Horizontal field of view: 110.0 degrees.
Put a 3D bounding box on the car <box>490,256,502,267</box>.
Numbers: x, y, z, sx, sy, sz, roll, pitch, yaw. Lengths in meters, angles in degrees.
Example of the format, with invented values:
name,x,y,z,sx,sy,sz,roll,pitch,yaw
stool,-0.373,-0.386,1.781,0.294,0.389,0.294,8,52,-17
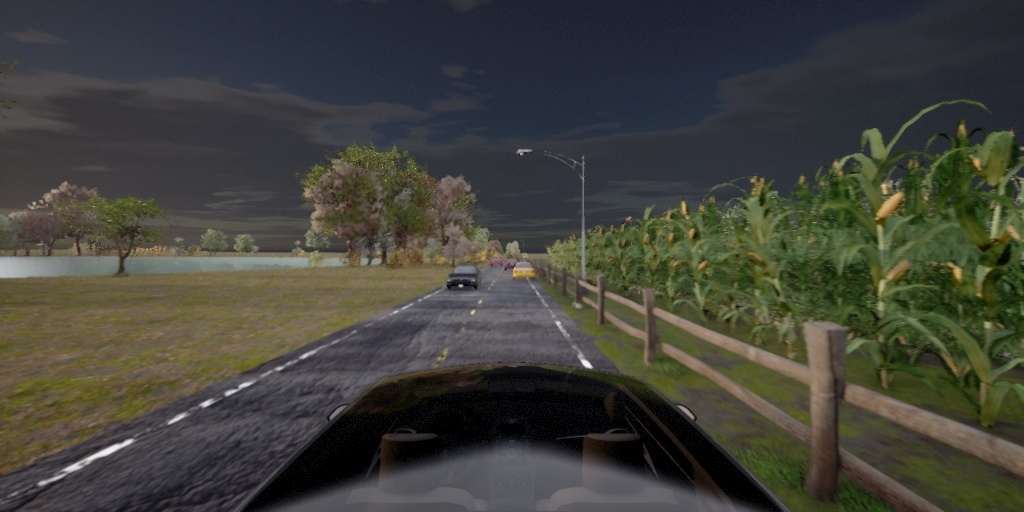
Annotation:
name,x,y,z,sx,sy,sz,roll,pitch,yaw
car,-2.768,0.964,64.810,2.150,2.045,5.566,0,0,0

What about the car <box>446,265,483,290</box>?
name,x,y,z,sx,sy,sz,roll,pitch,yaw
car,-2.851,1.286,22.636,2.033,1.411,5.357,0,0,0

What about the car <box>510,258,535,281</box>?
name,x,y,z,sx,sy,sz,roll,pitch,yaw
car,0.959,1.191,30.082,1.801,1.575,5.366,0,0,0

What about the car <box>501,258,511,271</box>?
name,x,y,z,sx,sy,sz,roll,pitch,yaw
car,0.005,1.083,49.564,2.097,1.767,4.553,0,0,0
